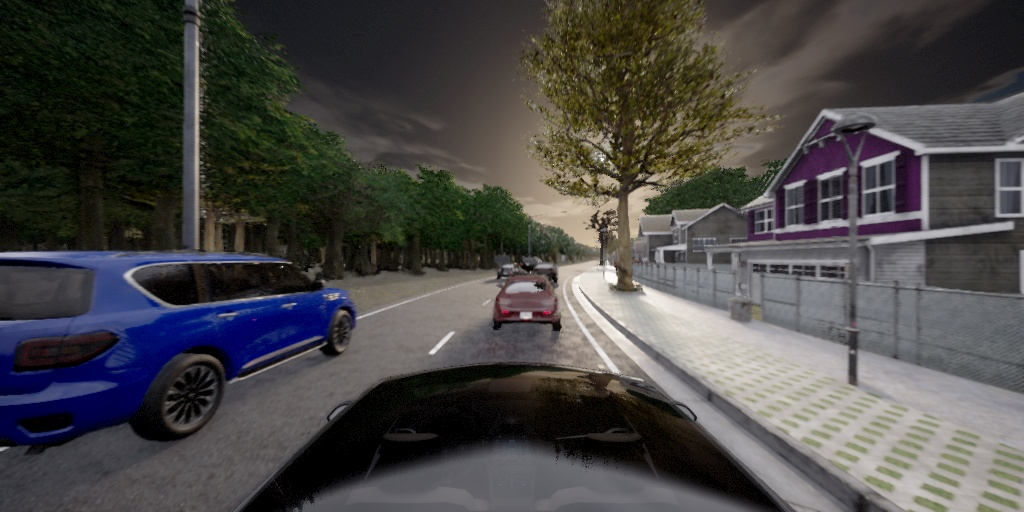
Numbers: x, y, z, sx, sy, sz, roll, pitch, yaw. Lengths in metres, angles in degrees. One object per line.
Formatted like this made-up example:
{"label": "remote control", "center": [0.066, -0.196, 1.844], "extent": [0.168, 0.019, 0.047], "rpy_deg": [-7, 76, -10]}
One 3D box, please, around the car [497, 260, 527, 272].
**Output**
{"label": "car", "center": [-0.118, 1.328, 32.611], "extent": [1.812, 1.442, 4.674], "rpy_deg": [0, 0, 12]}

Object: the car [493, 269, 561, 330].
{"label": "car", "center": [0.485, 1.290, 11.081], "extent": [1.812, 1.442, 4.674], "rpy_deg": [0, 0, 3]}

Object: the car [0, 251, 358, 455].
{"label": "car", "center": [-4.515, 0.964, 5.516], "extent": [2.150, 2.045, 5.566], "rpy_deg": [0, 0, 2]}

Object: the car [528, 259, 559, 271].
{"label": "car", "center": [2.744, 1.275, 28.946], "extent": [1.882, 1.535, 5.008], "rpy_deg": [0, 0, 10]}

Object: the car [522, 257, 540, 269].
{"label": "car", "center": [2.528, 1.144, 44.547], "extent": [2.150, 2.045, 5.566], "rpy_deg": [0, 0, 15]}
